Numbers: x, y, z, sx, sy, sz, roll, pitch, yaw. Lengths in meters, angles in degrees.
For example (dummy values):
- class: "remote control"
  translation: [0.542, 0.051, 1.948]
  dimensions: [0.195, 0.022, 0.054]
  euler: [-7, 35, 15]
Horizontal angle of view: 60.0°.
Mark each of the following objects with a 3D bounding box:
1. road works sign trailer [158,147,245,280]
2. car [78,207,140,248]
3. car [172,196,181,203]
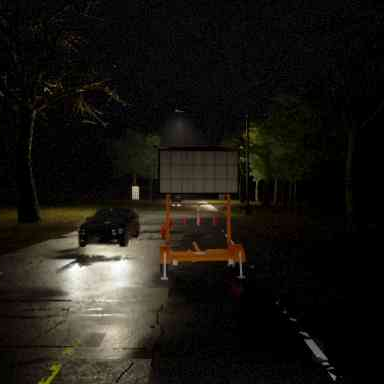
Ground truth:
- class: "road works sign trailer"
  translation: [0.184, 0.462, 10.004]
  dimensions: [2.380, 3.560, 2.880]
  euler: [0, 0, -5]
- class: "car"
  translation: [-3.565, 1.477, 15.052]
  dimensions: [1.882, 1.535, 5.008]
  euler: [0, 0, 0]
- class: "car"
  translation: [-3.335, 1.615, 71.961]
  dimensions: [2.128, 1.511, 4.902]
  euler: [0, 0, 0]
